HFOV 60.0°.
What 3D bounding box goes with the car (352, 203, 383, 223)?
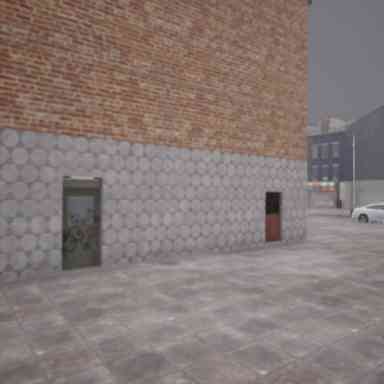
[{"bbox_3d":[13.260,1.474,22.384,1.812,1.442,4.674,1,0,-37],"label":"car"}]
